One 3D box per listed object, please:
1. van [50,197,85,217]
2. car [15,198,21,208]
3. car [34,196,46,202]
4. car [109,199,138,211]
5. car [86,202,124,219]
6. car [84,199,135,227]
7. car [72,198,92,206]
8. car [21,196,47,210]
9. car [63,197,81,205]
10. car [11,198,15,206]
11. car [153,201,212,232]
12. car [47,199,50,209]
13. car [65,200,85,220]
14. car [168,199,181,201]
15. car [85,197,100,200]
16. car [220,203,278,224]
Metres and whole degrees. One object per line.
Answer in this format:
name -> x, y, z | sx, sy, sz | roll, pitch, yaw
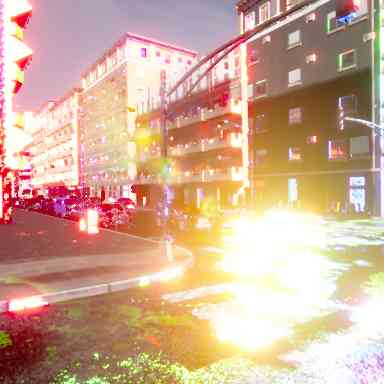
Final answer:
van -> -12.371, 1.482, 32.914 | 1.690, 1.788, 3.998 | -1, 1, -36
car -> -25.307, 1.768, 50.878 | 1.947, 1.339, 4.313 | -1, 1, -36
car -> -37.916, 1.726, 82.719 | 1.887, 1.381, 4.507 | -1, 1, -36
car -> -8.804, 1.580, 42.304 | 2.008, 1.369, 4.403 | -1, 1, -36
car -> -8.436, 1.694, 31.890 | 1.895, 1.301, 4.718 | -1, 1, -35
car -> -5.901, 1.552, 23.935 | 1.967, 1.590, 4.097 | -1, 1, -36
car -> -18.508, 1.642, 55.775 | 1.947, 1.339, 4.313 | -1, 1, -36
car -> -22.074, 1.627, 46.387 | 1.967, 1.590, 4.097 | -1, 1, -36
car -> -21.743, 1.643, 60.266 | 2.008, 1.369, 4.403 | -1, 1, -36
car -> -31.777, 1.781, 59.859 | 1.887, 1.381, 4.507 | -1, 1, -36
car -> -0.649, 1.563, 21.126 | 1.837, 1.490, 4.892 | -1, 0, -34
car -> -20.511, 1.696, 48.818 | 2.033, 1.411, 5.357 | -1, 0, -36
car -> -9.034, 1.651, 28.288 | 1.752, 1.417, 4.829 | -1, 1, -36
car -> -2.336, 1.439, 33.322 | 1.967, 1.590, 4.097 | -1, 1, -36
car -> -15.275, 1.500, 51.284 | 1.967, 1.590, 4.097 | -1, 1, -36
car -> 4.036, 1.496, 24.480 | 1.752, 1.417, 4.829 | -1, 1, -36
